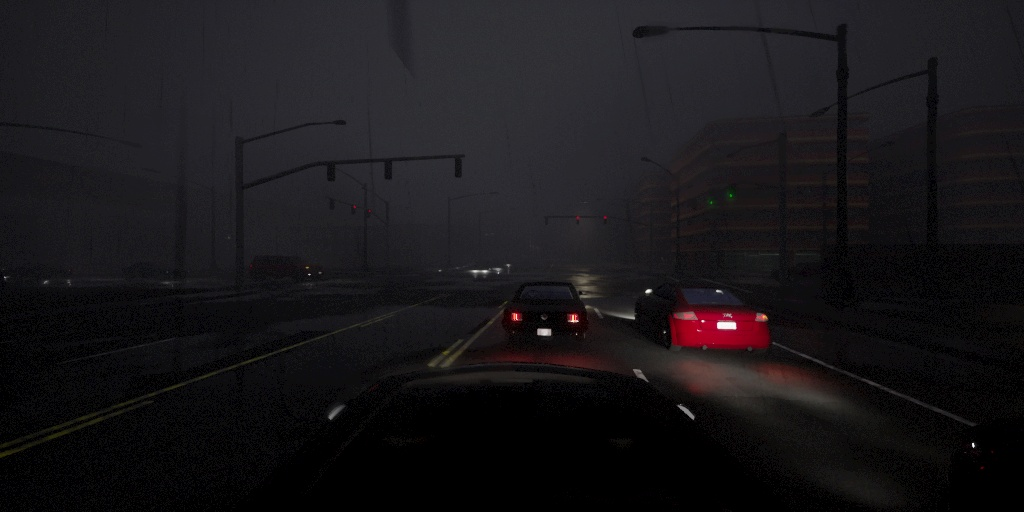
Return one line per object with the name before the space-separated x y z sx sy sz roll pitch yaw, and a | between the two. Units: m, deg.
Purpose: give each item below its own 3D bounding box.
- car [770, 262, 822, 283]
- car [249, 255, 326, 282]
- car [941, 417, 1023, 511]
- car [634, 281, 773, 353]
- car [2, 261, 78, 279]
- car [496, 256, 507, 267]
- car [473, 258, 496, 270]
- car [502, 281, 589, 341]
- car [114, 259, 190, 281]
car | 22.803 1.228 27.591 5.008 1.535 1.882 0 0 7
car | -17.850 0.970 28.528 5.566 2.045 2.150 0 0 7
car | 3.640 1.242 0.203 2.128 1.511 4.902 0 0 1
car | 4.400 1.314 8.915 1.994 1.385 4.181 0 0 7
car | -41.454 1.351 31.496 4.718 1.301 1.895 0 0 11
car | -2.533 1.064 58.559 1.895 1.301 4.718 0 1 8
car | -3.880 1.176 48.705 1.994 1.385 4.181 0 1 8
car | 0.996 1.351 9.915 1.895 1.301 4.718 0 0 8
car | -29.672 1.228 29.915 5.008 1.535 1.882 0 0 7
